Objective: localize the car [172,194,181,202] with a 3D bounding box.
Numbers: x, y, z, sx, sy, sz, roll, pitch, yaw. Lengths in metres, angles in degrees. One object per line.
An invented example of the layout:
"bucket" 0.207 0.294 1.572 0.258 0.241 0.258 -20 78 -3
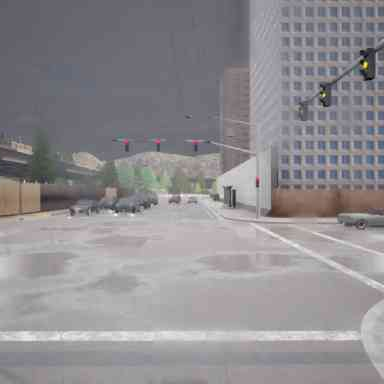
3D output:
"car" -3.491 1.305 74.449 1.882 1.535 5.008 0 0 0

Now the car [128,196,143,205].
"car" -10.551 1.478 62.126 1.882 1.535 5.008 0 0 0

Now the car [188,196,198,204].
"car" 0.104 1.601 64.586 1.895 1.301 4.718 0 0 0

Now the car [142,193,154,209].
"car" -7.078 1.221 46.200 2.150 2.045 5.566 0 0 0

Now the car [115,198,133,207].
"car" -10.581 1.601 51.907 1.895 1.301 4.718 0 0 0

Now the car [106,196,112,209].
"car" -10.586 1.352 42.113 2.097 1.767 4.553 0 0 0

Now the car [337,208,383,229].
"car" 11.856 1.656 21.162 4.718 1.301 1.895 0 0 0

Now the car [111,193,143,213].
"car" -7.083 1.352 36.764 2.097 1.767 4.553 0 0 0

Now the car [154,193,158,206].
"car" -7.057 1.221 56.929 2.150 2.045 5.566 0 0 0

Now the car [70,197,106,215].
"car" -10.599 1.492 33.217 2.128 1.511 4.902 0 0 1

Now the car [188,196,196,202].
"car" 0.010 1.595 74.828 1.895 1.301 4.718 0 0 0

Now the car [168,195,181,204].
"car" -3.492 1.601 64.257 1.895 1.301 4.718 0 0 0
